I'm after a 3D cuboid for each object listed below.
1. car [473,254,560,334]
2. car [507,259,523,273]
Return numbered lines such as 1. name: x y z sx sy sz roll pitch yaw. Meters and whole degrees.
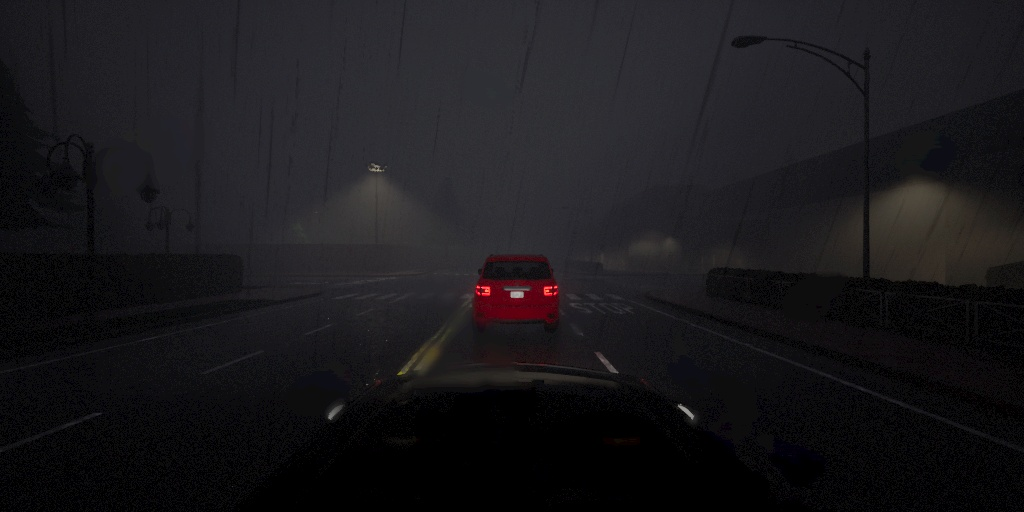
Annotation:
1. car: 0.121 0.971 10.812 2.150 2.045 5.566 0 0 0
2. car: 0.353 1.228 45.612 1.882 1.535 5.008 0 0 1
